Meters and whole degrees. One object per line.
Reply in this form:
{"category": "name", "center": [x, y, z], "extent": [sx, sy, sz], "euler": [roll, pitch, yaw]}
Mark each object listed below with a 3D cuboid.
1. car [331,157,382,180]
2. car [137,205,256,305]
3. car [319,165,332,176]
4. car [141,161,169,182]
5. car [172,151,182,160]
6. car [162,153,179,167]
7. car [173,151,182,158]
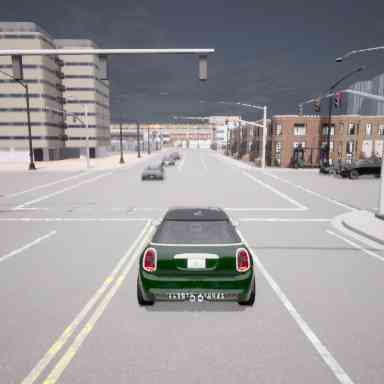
{"category": "car", "center": [17.065, -2.315, 32.291], "extent": [5.566, 2.045, 2.150], "euler": [0, 8, 1]}
{"category": "car", "center": [0.085, 1.075, 7.694], "extent": [2.097, 1.767, 4.553], "euler": [0, 4, 0]}
{"category": "car", "center": [15.982, -2.495, 35.811], "extent": [4.181, 1.385, 1.994], "euler": [0, 8, 0]}
{"category": "car", "center": [-3.559, -1.801, 31.192], "extent": [1.994, 1.385, 4.181], "euler": [0, 8, 0]}
{"category": "car", "center": [-3.418, -7.374, 67.939], "extent": [1.882, 1.535, 5.008], "euler": [0, 8, 0]}
{"category": "car", "center": [-3.532, -4.671, 49.923], "extent": [2.128, 1.511, 4.902], "euler": [0, 9, 0]}
{"category": "car", "center": [-3.398, -9.067, 79.600], "extent": [1.812, 1.442, 4.674], "euler": [0, 8, 0]}
